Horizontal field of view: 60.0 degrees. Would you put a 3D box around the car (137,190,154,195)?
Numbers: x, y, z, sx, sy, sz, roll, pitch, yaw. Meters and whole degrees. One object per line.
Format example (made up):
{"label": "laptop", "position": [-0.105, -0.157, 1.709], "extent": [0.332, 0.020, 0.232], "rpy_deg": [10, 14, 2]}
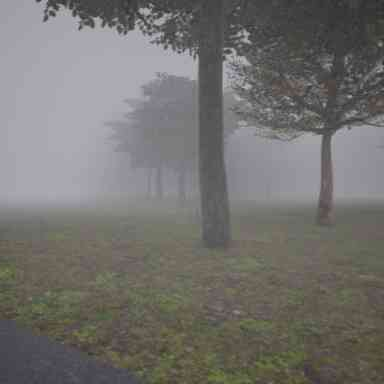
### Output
{"label": "car", "position": [-12.938, 0.181, 92.728], "extent": [2.033, 1.411, 5.357], "rpy_deg": [2, 2, 36]}
